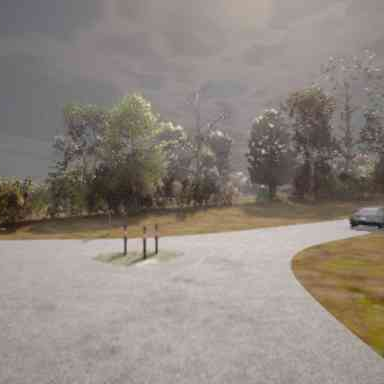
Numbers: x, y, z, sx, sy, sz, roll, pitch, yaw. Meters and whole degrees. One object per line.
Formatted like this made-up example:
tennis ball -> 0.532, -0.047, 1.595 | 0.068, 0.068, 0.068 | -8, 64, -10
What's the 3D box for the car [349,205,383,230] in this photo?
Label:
car -> 11.839, 1.544, 21.222 | 4.181, 1.385, 1.994 | 0, 0, -39
